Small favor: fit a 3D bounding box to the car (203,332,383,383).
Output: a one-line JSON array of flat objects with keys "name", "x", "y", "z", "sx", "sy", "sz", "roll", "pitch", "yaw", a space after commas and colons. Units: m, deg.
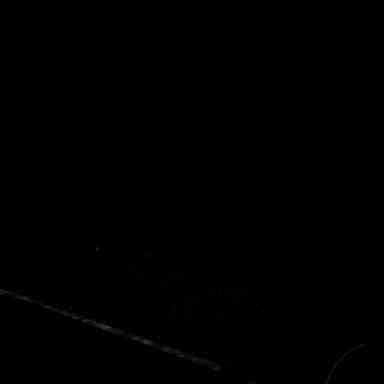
[{"name": "car", "x": 1.746, "y": 1.438, "z": 1.601, "sx": 4.097, "sy": 1.590, "sz": 1.967, "roll": 0, "pitch": 0, "yaw": 35}]
